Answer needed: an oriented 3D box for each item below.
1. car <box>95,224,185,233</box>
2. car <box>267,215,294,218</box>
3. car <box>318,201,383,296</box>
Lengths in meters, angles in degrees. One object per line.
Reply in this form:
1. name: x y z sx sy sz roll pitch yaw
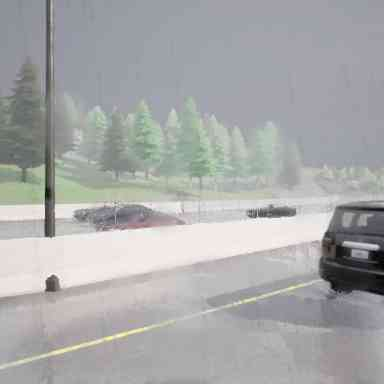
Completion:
1. car: -2.315 1.564 15.461 4.181 1.385 1.994 0 0 -36
2. car: 6.495 1.601 27.199 4.718 1.301 1.895 0 0 -42
3. car: 5.180 1.221 7.695 5.566 2.045 2.150 0 0 -38
